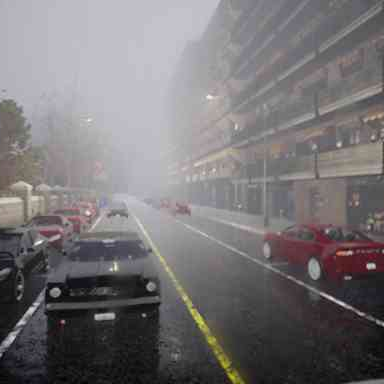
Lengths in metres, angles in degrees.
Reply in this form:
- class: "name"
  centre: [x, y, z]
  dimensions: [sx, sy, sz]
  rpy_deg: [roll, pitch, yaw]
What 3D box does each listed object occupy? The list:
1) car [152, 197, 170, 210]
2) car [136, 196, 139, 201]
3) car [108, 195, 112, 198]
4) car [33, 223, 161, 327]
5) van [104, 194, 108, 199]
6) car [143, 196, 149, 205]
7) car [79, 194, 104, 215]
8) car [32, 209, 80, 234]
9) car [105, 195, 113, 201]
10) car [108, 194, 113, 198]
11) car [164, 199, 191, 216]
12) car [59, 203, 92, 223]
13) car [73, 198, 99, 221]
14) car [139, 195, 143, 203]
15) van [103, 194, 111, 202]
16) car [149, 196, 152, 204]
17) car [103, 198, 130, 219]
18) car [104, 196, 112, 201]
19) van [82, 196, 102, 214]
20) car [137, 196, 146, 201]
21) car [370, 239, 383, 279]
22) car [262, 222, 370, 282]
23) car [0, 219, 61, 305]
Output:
- class: "car"
  centre: [-3.611, 1.460, 42.702]
  dimensions: [1.967, 1.590, 4.097]
  rpy_deg: [0, 0, -12]
- class: "car"
  centre: [-12.029, 1.607, 81.379]
  dimensions: [1.752, 1.417, 4.829]
  rpy_deg: [0, 0, -12]
- class: "car"
  centre: [-15.392, 1.610, 57.425]
  dimensions: [1.947, 1.339, 4.313]
  rpy_deg: [0, 0, -12]
- class: "car"
  centre: [-1.819, 1.599, 7.259]
  dimensions: [1.895, 1.301, 4.718]
  rpy_deg: [0, 0, -12]
- class: "van"
  centre: [-12.997, 1.371, 46.422]
  dimensions: [1.690, 1.788, 3.998]
  rpy_deg: [0, 0, -12]
- class: "car"
  centre: [-7.203, 1.607, 59.207]
  dimensions: [1.947, 1.339, 4.313]
  rpy_deg: [0, 0, -12]
- class: "car"
  centre: [-9.404, 1.324, 29.916]
  dimensions: [2.192, 1.841, 5.009]
  rpy_deg: [0, 0, -12]
- class: "car"
  centre: [-5.812, 1.579, 13.415]
  dimensions: [1.802, 1.307, 4.206]
  rpy_deg: [0, 0, -12]
- class: "car"
  centre: [-22.577, 1.655, 90.433]
  dimensions: [1.887, 1.381, 4.507]
  rpy_deg: [0, 0, -12]
- class: "car"
  centre: [-17.786, 1.377, 68.427]
  dimensions: [2.192, 1.841, 5.009]
  rpy_deg: [0, 0, -12]
- class: "car"
  centre: [-1.215, 1.589, 31.698]
  dimensions: [1.802, 1.307, 4.206]
  rpy_deg: [0, 0, -12]
- class: "car"
  centre: [-7.009, 1.542, 18.915]
  dimensions: [1.887, 1.381, 4.507]
  rpy_deg: [0, 0, -12]
- class: "car"
  centre: [-8.205, 1.443, 24.414]
  dimensions: [1.967, 1.590, 4.097]
  rpy_deg: [0, 0, -12]
- class: "car"
  centre: [-9.598, 1.499, 70.209]
  dimensions: [1.967, 1.590, 4.097]
  rpy_deg: [0, 0, -12]
- class: "van"
  centre: [-20.181, 1.426, 79.430]
  dimensions: [1.690, 1.788, 3.998]
  rpy_deg: [0, 0, -12]
- class: "car"
  centre: [-4.808, 1.609, 48.204]
  dimensions: [1.802, 1.307, 4.206]
  rpy_deg: [0, 0, -12]
- class: "car"
  centre: [-6.611, 1.554, 29.737]
  dimensions: [2.033, 1.411, 5.357]
  rpy_deg: [0, 0, -12]
- class: "car"
  centre: [-21.379, 1.679, 84.931]
  dimensions: [1.802, 1.307, 4.206]
  rpy_deg: [0, 0, -12]
- class: "van"
  centre: [-10.601, 1.357, 35.418]
  dimensions: [1.690, 1.788, 3.998]
  rpy_deg: [0, 0, -12]
- class: "car"
  centre: [-13.191, 1.676, 86.714]
  dimensions: [1.802, 1.307, 4.206]
  rpy_deg: [0, 0, -12]
- class: "car"
  centre: [4.772, 1.548, 4.193]
  dimensions: [2.008, 1.369, 4.403]
  rpy_deg: [0, 0, -12]
- class: "car"
  centre: [3.575, 1.540, 9.695]
  dimensions: [1.887, 1.381, 4.507]
  rpy_deg: [0, 0, -12]
- class: "car"
  centre: [-4.614, 1.564, 7.914]
  dimensions: [1.947, 1.339, 4.313]
  rpy_deg: [0, 0, -12]
